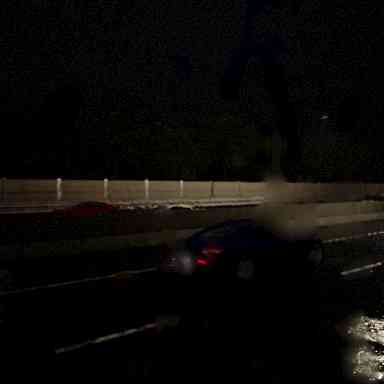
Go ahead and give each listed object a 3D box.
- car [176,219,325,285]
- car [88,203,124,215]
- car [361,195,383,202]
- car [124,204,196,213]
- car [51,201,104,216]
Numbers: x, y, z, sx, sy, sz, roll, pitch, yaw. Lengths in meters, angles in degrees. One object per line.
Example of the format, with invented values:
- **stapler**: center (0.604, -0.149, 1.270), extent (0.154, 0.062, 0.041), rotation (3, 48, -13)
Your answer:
- **car**: center (1.754, 1.476, 9.294), extent (4.674, 1.442, 1.812), rotation (-1, 0, -35)
- **car**: center (-4.205, 1.530, 22.486), extent (4.718, 1.301, 1.895), rotation (-1, 0, -35)
- **car**: center (26.550, 1.150, 48.656), extent (4.674, 1.442, 1.812), rotation (0, 0, -35)
- **car**: center (-1.428, 1.448, 20.166), extent (4.674, 1.442, 1.812), rotation (-1, 0, -35)
- **car**: center (-7.658, 1.420, 24.323), extent (5.008, 1.535, 1.882), rotation (-1, 0, -35)
